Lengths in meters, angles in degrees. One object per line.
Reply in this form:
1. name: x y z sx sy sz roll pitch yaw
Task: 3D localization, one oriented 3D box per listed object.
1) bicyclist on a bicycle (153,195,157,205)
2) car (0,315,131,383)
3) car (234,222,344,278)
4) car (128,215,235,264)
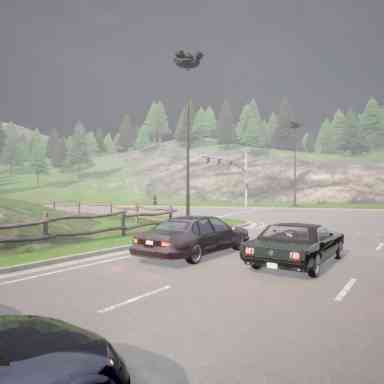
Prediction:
1. bicyclist on a bicycle: -5.794 1.302 51.935 0.582 1.620 1.656 0 0 14
2. car: -2.365 1.564 2.055 1.994 1.385 4.181 0 0 35
3. car: 3.342 1.601 10.338 1.895 1.301 4.718 0 0 35
4. car: 0.174 1.547 11.918 2.033 1.411 5.357 0 0 35
